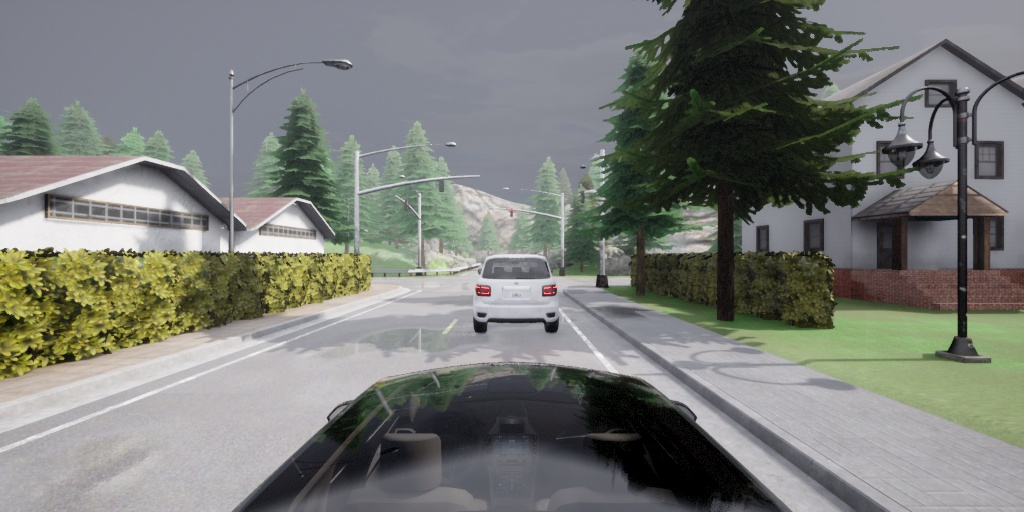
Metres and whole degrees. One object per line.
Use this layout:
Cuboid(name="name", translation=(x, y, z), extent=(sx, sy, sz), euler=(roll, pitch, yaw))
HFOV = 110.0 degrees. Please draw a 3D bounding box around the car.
Cuboid(name="car", translation=(0.105, 0.971, 10.892), extent=(2.150, 2.045, 5.566), euler=(0, 0, 0))
